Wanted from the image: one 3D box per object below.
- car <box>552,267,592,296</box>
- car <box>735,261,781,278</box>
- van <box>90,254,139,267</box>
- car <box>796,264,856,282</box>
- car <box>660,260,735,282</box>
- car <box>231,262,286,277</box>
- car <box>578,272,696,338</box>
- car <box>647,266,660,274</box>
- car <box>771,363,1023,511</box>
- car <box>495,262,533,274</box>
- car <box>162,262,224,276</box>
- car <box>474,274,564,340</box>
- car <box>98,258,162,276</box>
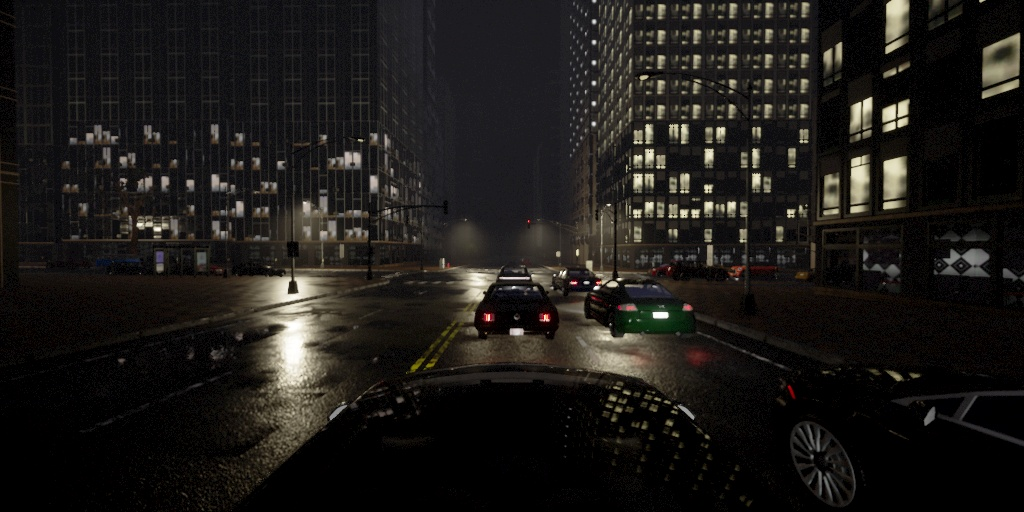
[{"bbox_3d":[3.406,1.316,19.437,2.033,1.411,5.357,0,0,-3],"label":"car"},{"bbox_3d":[25.033,1.345,37.184,4.553,1.767,2.097,1,1,1],"label":"car"},{"bbox_3d":[-45.238,0.665,41.148,3.998,1.789,1.690,0,0,1],"label":"van"},{"bbox_3d":[27.678,1.625,31.359,4.829,1.417,1.751,0,0,1],"label":"car"},{"bbox_3d":[16.230,1.315,31.571,5.009,1.841,2.192,0,0,1],"label":"car"},{"bbox_3d":[-22.694,1.221,32.151,4.313,1.339,1.948,0,0,1],"label":"car"},{"bbox_3d":[3.368,1.324,10.208,1.994,1.385,4.181,0,0,-1],"label":"car"},{"bbox_3d":[16.323,1.481,37.347,4.181,1.385,1.994,1,1,1],"label":"car"},{"bbox_3d":[3.340,1.241,1.378,2.128,1.511,4.902,0,0,0],"label":"car"},{"bbox_3d":[0.120,1.260,19.237,2.128,1.511,4.902,0,0,0],"label":"car"},{"bbox_3d":[-28.378,1.185,32.292,4.207,1.307,1.802,0,0,1],"label":"car"},{"bbox_3d":[0.109,1.360,9.981,1.895,1.301,4.718,0,0,0],"label":"car"},{"bbox_3d":[-34.059,1.116,32.473,4.313,1.339,1.948,0,0,1],"label":"car"}]
